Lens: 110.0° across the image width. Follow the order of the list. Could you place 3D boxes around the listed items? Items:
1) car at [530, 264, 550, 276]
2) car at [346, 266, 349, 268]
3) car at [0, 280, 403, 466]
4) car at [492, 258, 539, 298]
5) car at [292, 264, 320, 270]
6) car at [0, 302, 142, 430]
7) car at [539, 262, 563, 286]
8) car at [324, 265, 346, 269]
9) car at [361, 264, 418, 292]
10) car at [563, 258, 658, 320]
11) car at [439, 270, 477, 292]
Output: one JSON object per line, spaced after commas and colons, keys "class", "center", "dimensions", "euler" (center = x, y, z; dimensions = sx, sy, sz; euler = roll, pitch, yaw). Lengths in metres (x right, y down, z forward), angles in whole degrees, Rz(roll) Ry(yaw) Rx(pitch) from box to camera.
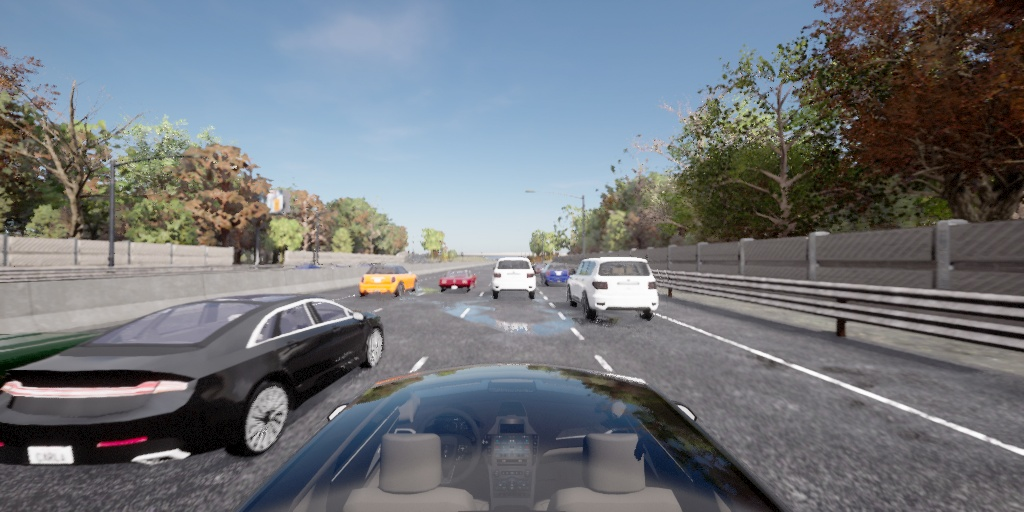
{"class": "car", "center": [3.498, 1.777, 45.633], "dimensions": [2.033, 1.411, 5.357], "euler": [0, -1, 0]}
{"class": "car", "center": [-21.076, 1.841, 51.306], "dimensions": [2.033, 1.411, 5.357], "euler": [0, -1, 0]}
{"class": "car", "center": [-3.400, 1.278, 5.070], "dimensions": [2.128, 1.511, 4.902], "euler": [0, -1, 0]}
{"class": "car", "center": [0.096, 1.163, 19.896], "dimensions": [2.150, 2.045, 5.566], "euler": [0, -1, 0]}
{"class": "car", "center": [-28.077, 1.792, 48.931], "dimensions": [1.812, 1.442, 4.674], "euler": [0, -1, 0]}
{"class": "car", "center": [-6.900, 1.369, 3.397], "dimensions": [1.895, 1.301, 4.718], "euler": [0, -1, 0]}
{"class": "car", "center": [3.498, 1.396, 28.942], "dimensions": [2.097, 1.767, 4.553], "euler": [0, -1, 0]}
{"class": "car", "center": [-24.577, 1.887, 50.715], "dimensions": [1.895, 1.301, 4.718], "euler": [0, -1, 0]}
{"class": "car", "center": [-6.901, 1.305, 20.546], "dimensions": [2.097, 1.767, 4.553], "euler": [0, -1, 0]}
{"class": "car", "center": [3.500, 1.092, 13.451], "dimensions": [2.150, 2.045, 5.566], "euler": [0, -1, 0]}
{"class": "car", "center": [-3.398, 1.585, 23.426], "dimensions": [1.895, 1.301, 4.718], "euler": [0, -1, 0]}
